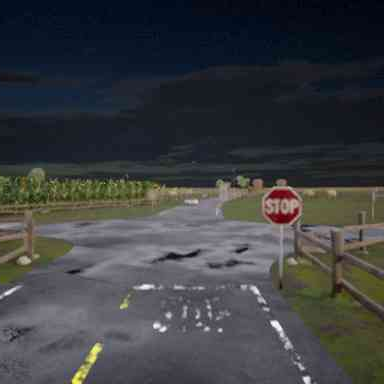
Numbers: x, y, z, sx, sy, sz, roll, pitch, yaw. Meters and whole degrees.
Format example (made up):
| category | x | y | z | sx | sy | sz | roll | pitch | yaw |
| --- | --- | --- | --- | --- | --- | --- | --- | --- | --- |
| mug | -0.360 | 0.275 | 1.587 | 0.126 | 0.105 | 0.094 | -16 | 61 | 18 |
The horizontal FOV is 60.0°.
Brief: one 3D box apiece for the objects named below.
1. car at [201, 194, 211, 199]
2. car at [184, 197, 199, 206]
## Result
| category | x | y | z | sx | sy | sz | roll | pitch | yaw |
| --- | --- | --- | --- | --- | --- | --- | --- | --- | --- |
| car | 3.165 | 1.057 | 76.624 | 1.882 | 1.535 | 5.008 | 0 | 0 | 9 |
| car | -0.092 | 1.464 | 51.237 | 1.895 | 1.301 | 4.718 | 0 | 0 | 6 |
